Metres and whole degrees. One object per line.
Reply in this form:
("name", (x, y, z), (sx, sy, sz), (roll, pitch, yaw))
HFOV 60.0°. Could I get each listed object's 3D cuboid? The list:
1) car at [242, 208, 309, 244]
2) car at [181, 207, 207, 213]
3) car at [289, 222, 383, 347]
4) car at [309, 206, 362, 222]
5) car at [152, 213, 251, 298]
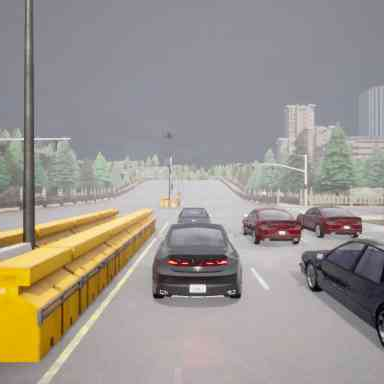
("car", (3.598, 1.478, 15.729), (1.882, 1.535, 5.008), (0, 0, 0))
("car", (0.097, 1.547, 18.192), (2.033, 1.411, 5.357), (0, 0, 0))
("car", (3.594, 1.547, 5.904), (2.033, 1.411, 5.357), (0, 0, 0))
("car", (7.097, 1.478, 17.716), (1.882, 1.535, 5.008), (0, 0, 0))
("car", (0.101, 1.505, 8.461), (1.837, 1.490, 4.892), (0, 0, 0))
